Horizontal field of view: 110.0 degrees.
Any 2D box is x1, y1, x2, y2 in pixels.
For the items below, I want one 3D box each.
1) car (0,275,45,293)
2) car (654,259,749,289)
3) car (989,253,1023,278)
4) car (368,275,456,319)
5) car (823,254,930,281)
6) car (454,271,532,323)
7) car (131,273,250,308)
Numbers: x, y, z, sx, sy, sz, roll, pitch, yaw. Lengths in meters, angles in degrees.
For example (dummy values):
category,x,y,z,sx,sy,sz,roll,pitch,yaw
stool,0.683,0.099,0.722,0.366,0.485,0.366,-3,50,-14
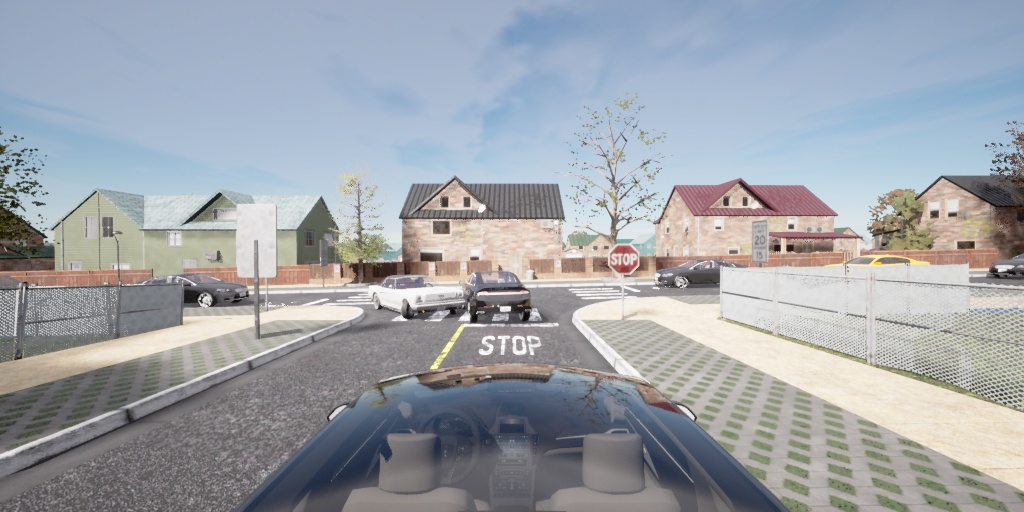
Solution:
category,x,y,z,sx,sy,sz,roll,pitch,yaw
car,-24.239,1.648,16.519,4.553,1.767,2.097,-1,1,0
car,10.331,0.926,19.612,4.902,1.511,2.128,-1,1,0
car,29.386,0.478,19.684,4.902,1.511,2.128,-1,1,0
car,-3.602,1.368,13.064,1.895,1.301,4.718,0,0,-38
car,19.762,0.691,19.648,5.008,1.535,1.882,-1,1,-1
car,-0.685,1.243,12.204,2.128,1.511,4.902,0,0,-12
car,-14.902,1.567,16.560,4.902,1.511,2.128,-1,1,0
